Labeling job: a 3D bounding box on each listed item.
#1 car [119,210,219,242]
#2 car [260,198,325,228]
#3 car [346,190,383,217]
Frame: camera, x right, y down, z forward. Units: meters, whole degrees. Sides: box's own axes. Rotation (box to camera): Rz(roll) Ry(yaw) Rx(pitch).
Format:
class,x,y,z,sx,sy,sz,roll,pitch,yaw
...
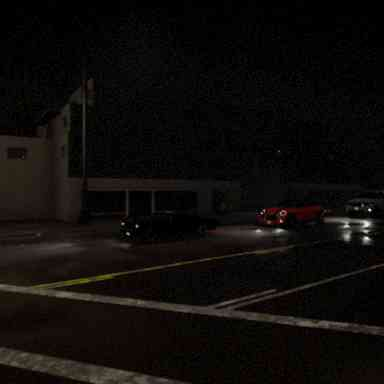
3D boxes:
class,x,y,z,sx,sy,sz,roll,pitch,yaw
car,-1.050,1.549,16.151,4.718,1.301,1.895,0,0,-36
car,6.497,1.219,21.521,4.553,1.767,2.097,-1,1,-35
car,15.089,0.867,27.582,5.566,2.045,2.150,-2,1,-35
